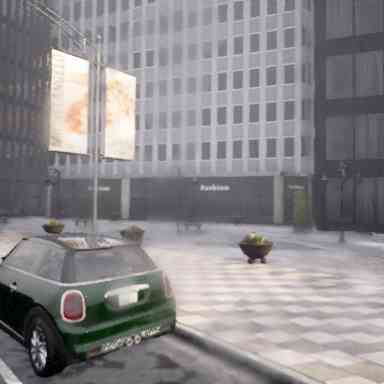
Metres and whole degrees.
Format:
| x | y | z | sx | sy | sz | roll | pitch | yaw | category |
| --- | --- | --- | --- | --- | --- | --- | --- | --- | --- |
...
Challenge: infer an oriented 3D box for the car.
| x | y | z | sx | sy | sz | roll | pitch | yaw | category |
| --- | --- | --- | --- | --- | --- | --- | --- | --- | --- |
| -2.417 | 1.542 | 6.137 | 4.553 | 1.767 | 2.097 | -1 | -3 | 44 | car |
